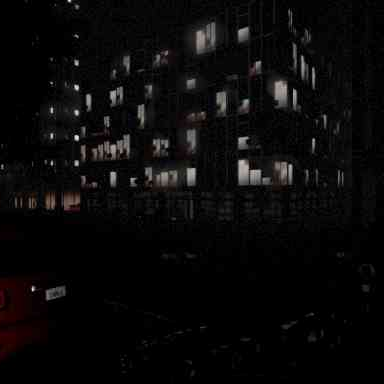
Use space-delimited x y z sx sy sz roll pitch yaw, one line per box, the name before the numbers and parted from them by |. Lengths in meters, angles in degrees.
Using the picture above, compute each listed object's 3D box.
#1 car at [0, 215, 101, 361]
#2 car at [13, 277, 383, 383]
car | -3.607 1.315 5.452 5.009 1.841 2.192 0 0 36
car | 0.889 1.566 2.243 4.313 1.339 1.947 0 0 36
